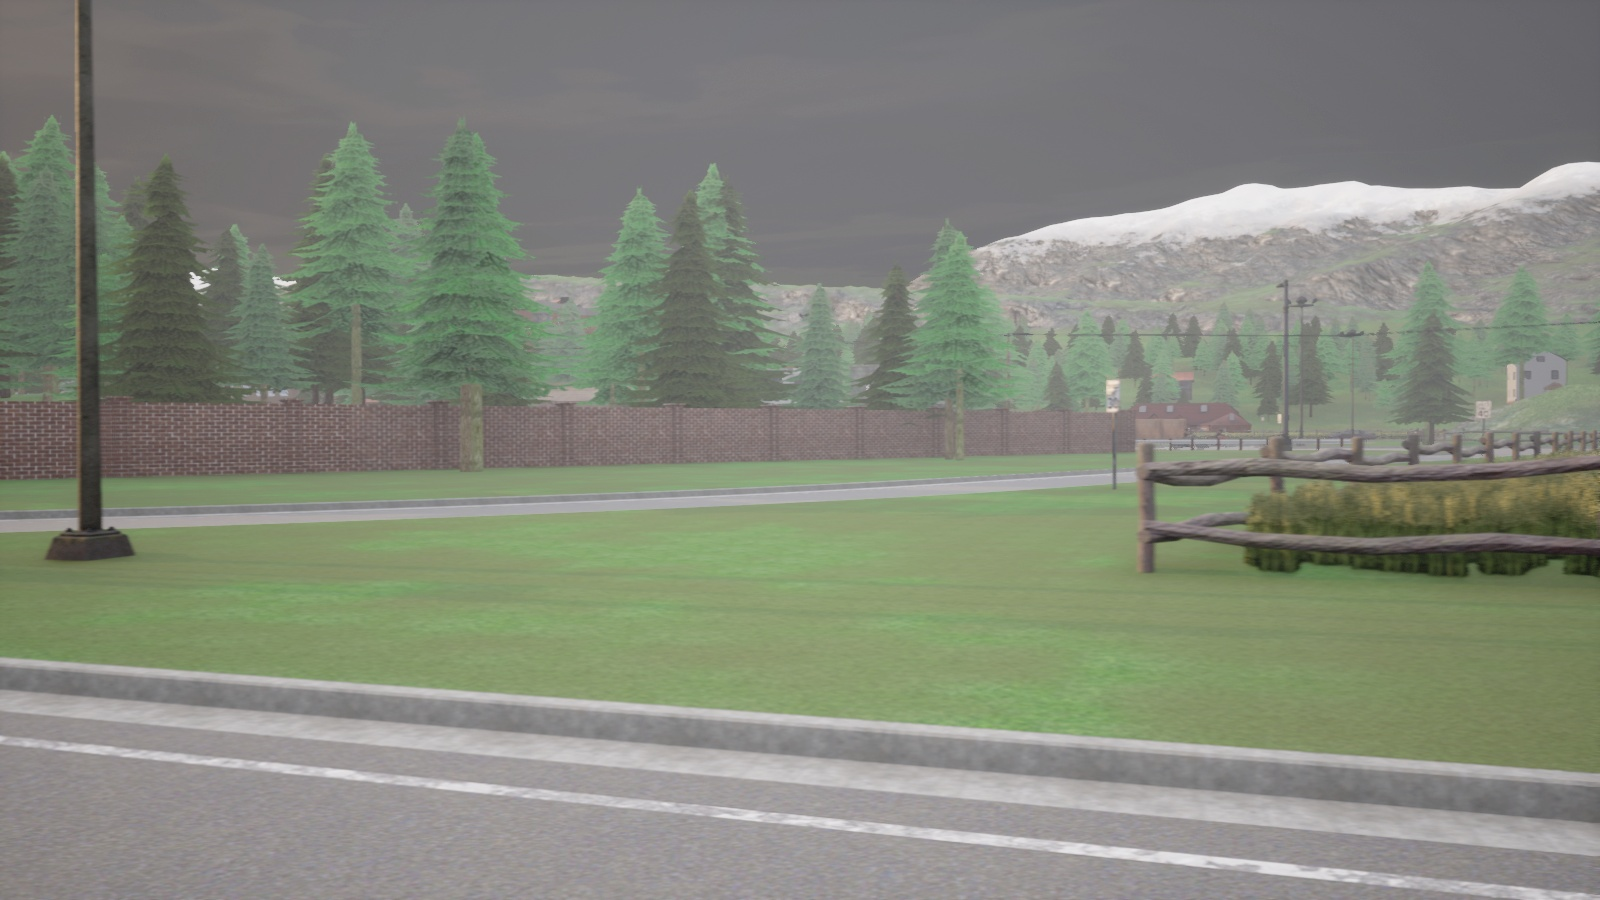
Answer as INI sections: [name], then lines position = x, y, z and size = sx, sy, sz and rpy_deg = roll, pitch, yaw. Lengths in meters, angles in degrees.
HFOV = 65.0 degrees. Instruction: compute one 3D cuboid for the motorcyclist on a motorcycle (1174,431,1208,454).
[motorcyclist on a motorcycle]
position = 28.488, -0.580, 91.485
size = 2.350, 1.649, 0.766
rpy_deg = 1, 1, 18
